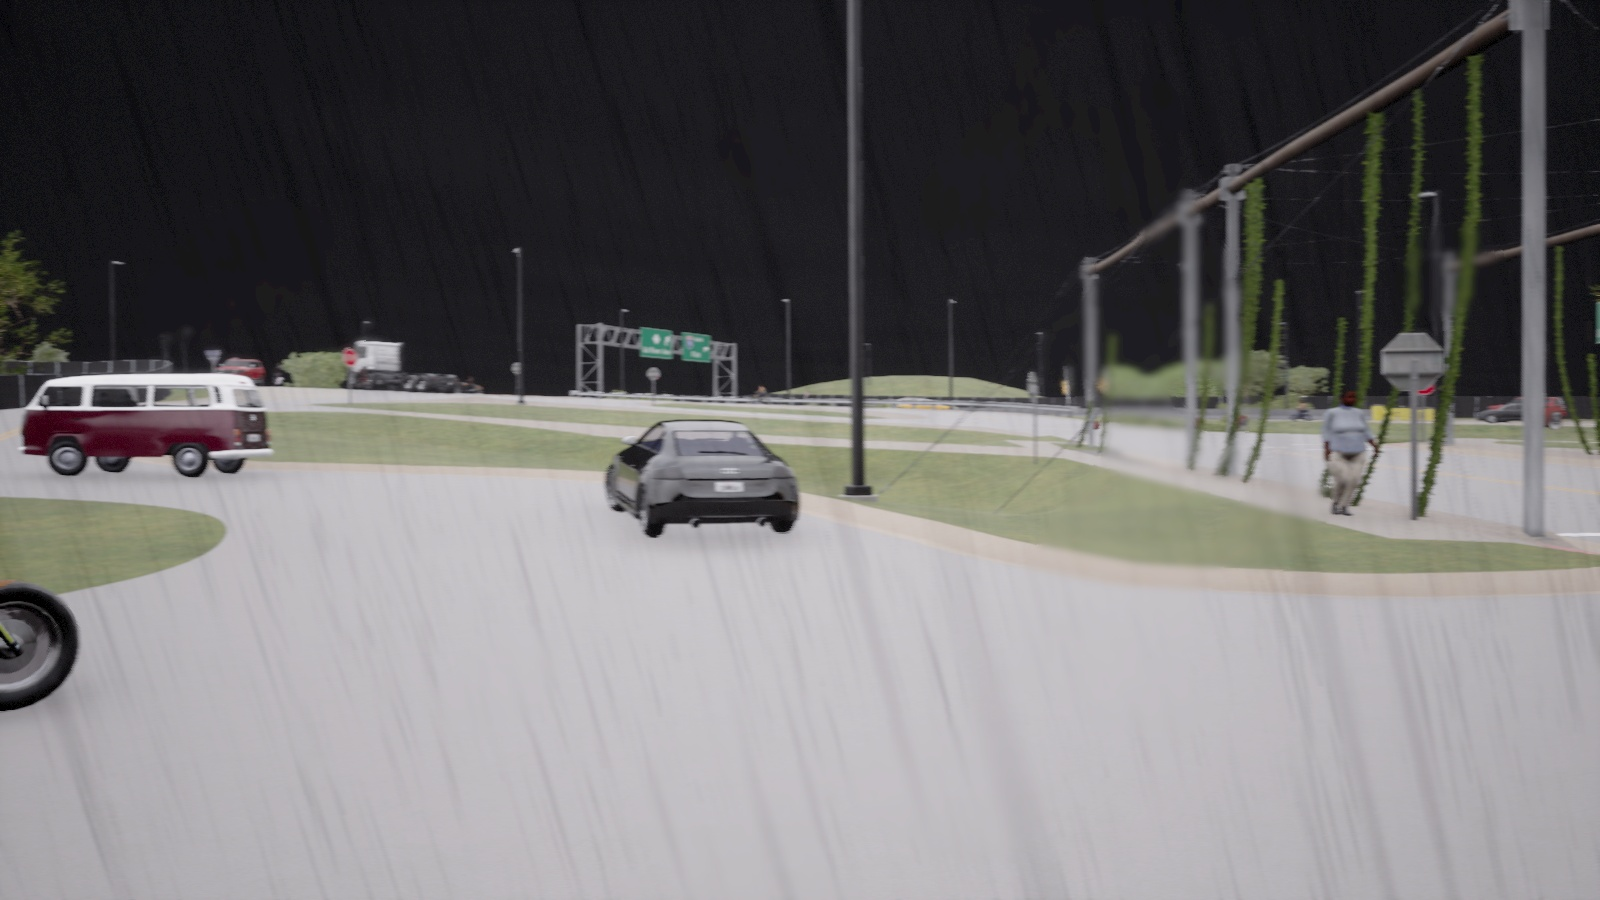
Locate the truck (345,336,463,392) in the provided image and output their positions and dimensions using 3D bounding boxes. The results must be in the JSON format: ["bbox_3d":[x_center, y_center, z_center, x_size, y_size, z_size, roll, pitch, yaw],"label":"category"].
[{"bbox_3d":[-27.278,-5.898,86.340,7.936,3.462,2.891,4,3,28],"label":"truck"}]

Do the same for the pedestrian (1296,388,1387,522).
[{"bbox_3d":[7.639,0.063,17.758,0.874,1.855,0.900,0,1,-1],"label":"pedestrian"}]

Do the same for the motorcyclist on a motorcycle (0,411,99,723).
[{"bbox_3d":[-4.996,0.625,6.401,2.350,1.649,0.766,-1,2,-44],"label":"motorcyclist on a motorcycle"}]

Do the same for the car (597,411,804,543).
[{"bbox_3d":[-1.496,0.263,17.053,1.994,1.385,4.181,0,4,-16],"label":"car"}]

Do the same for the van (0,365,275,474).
[{"bbox_3d":[-13.250,-0.609,25.266,4.480,2.038,2.069,1,1,2],"label":"van"}]
